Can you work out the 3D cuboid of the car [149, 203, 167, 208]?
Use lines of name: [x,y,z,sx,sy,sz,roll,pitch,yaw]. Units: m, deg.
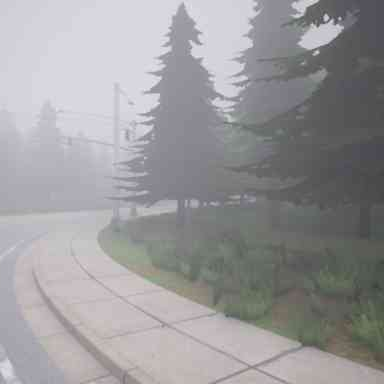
car: [-5.215,1.271,43.795,2.128,1.511,4.902,0,0,28]
